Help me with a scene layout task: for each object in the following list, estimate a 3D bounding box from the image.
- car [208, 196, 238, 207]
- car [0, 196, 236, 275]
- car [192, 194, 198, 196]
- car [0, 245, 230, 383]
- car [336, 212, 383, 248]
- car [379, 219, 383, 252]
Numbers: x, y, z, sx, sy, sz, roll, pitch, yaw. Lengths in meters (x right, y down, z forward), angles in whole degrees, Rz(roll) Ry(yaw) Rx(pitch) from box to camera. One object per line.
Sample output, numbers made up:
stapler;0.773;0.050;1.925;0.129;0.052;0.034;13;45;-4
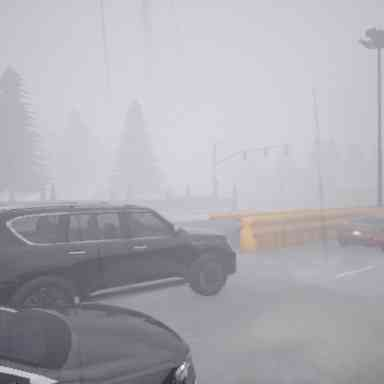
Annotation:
car;4.616;1.332;49.516;1.812;1.442;4.674;0;0;-35
car;-1.635;1.228;6.879;5.566;2.045;2.150;-1;0;-36
car;0.729;1.212;76.392;2.128;1.511;4.902;0;0;3
car;-2.185;1.489;2.185;4.902;1.511;2.128;0;0;-36
car;7.776;1.493;13.554;4.181;1.385;1.994;-1;0;-35
car;7.203;1.457;8.863;4.892;1.490;1.837;-1;1;-35
